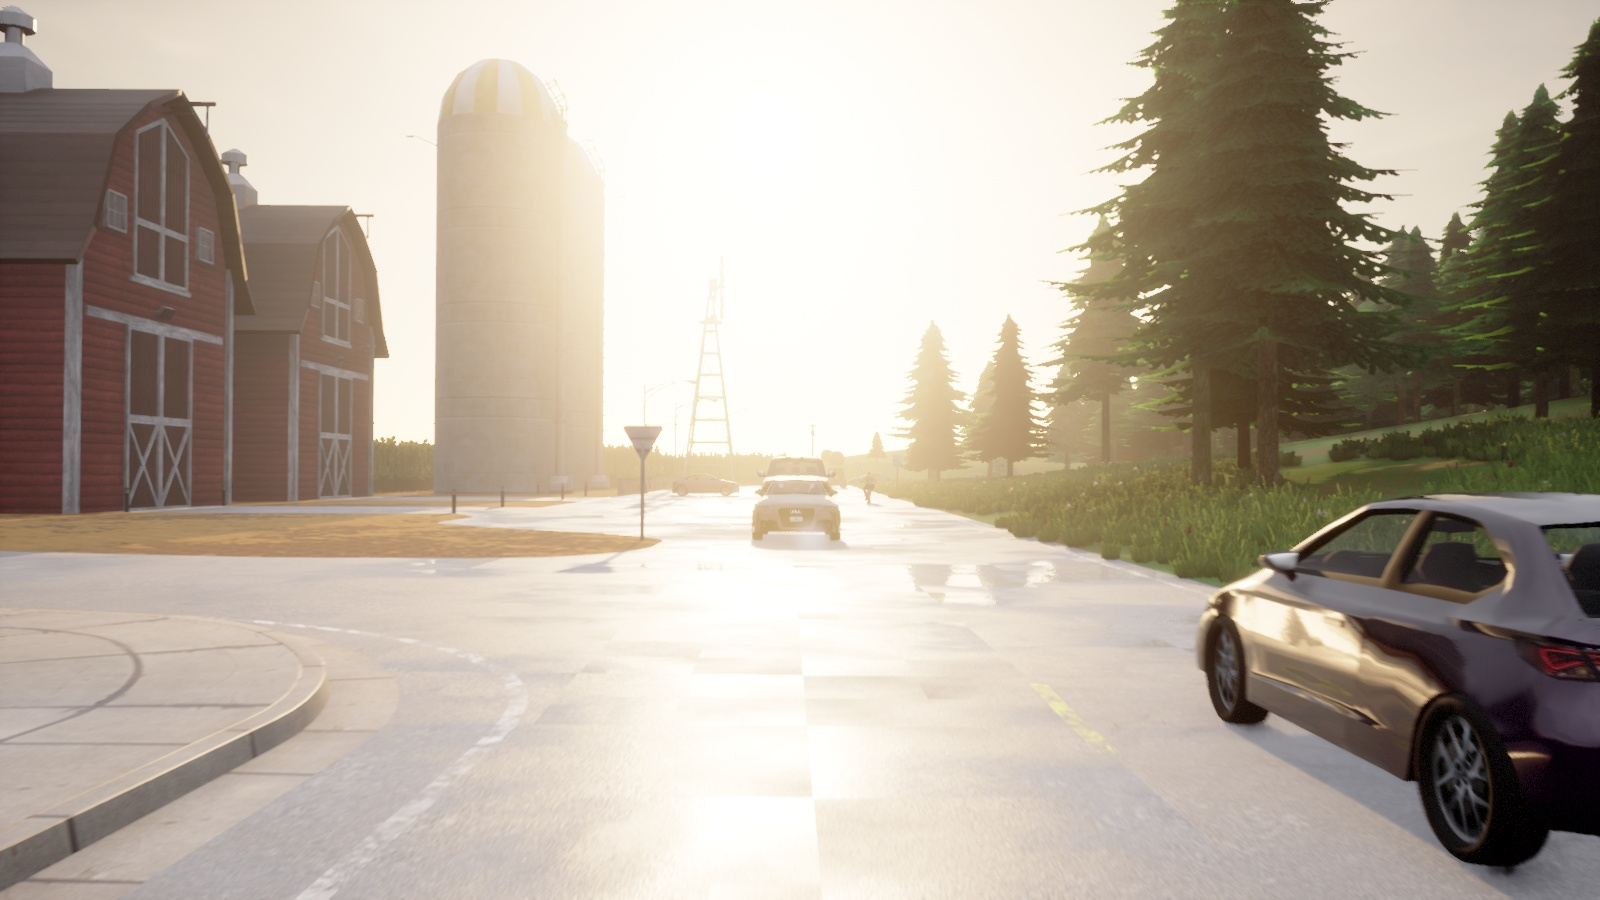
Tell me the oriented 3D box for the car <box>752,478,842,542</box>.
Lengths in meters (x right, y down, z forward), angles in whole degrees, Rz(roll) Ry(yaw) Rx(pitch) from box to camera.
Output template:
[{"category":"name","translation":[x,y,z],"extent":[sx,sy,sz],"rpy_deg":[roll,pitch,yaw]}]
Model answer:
[{"category":"car","translation":[-0.072,1.378,29.817],"extent":[1.994,1.385,4.181],"rpy_deg":[0,-1,0]}]

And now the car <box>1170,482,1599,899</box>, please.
[{"category":"car","translation":[3.482,0.925,6.604],"extent":[1.816,1.474,4.193],"rpy_deg":[0,-1,0]}]

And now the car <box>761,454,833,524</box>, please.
[{"category":"car","translation":[-0.101,1.205,40.095],"extent":[2.150,2.045,5.566],"rpy_deg":[0,-1,0]}]
